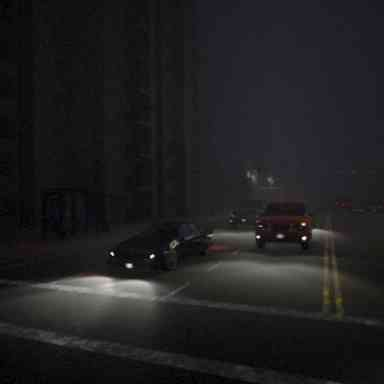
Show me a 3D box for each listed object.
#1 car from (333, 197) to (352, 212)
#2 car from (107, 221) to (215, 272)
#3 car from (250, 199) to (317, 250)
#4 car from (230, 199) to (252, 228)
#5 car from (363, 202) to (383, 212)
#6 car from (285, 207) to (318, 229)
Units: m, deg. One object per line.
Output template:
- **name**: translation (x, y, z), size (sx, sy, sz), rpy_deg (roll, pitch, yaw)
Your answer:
- **car**: translation (20.407, 1.653, 45.116), size (2.150, 2.045, 5.566), rpy_deg (-1, -1, 23)
- **car**: translation (-0.767, 1.781, 12.129), size (2.033, 1.411, 5.357), rpy_deg (-1, -1, 23)
- **car**: translation (4.546, 1.431, 15.845), size (2.150, 2.045, 5.566), rpy_deg (-1, -1, 22)
- **car**: translation (4.552, 1.579, 25.113), size (2.150, 2.045, 5.566), rpy_deg (-1, -1, 23)
- **car**: translation (23.419, 1.954, 43.208), size (1.895, 1.301, 4.718), rpy_deg (-1, -1, 22)
- **car**: translation (8.326, 1.863, 25.082), size (1.994, 1.385, 4.181), rpy_deg (-1, -1, 22)
